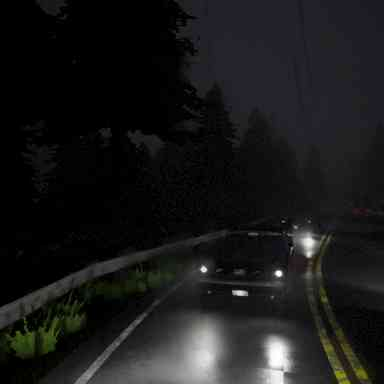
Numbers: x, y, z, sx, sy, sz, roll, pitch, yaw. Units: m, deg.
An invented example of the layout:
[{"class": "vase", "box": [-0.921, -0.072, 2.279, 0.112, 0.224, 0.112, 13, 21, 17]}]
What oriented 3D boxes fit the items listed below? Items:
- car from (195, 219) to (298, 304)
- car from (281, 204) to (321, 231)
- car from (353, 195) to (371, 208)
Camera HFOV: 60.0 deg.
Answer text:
[{"class": "car", "box": [1.582, 1.598, 8.415, 1.895, 1.301, 4.718, -1, 0, 18]}, {"class": "car", "box": [6.659, 1.459, 20.058, 2.033, 1.411, 5.357, -2, 0, 26]}, {"class": "car", "box": [20.611, 1.057, 40.247, 2.128, 1.511, 4.902, -2, 0, 28]}]
